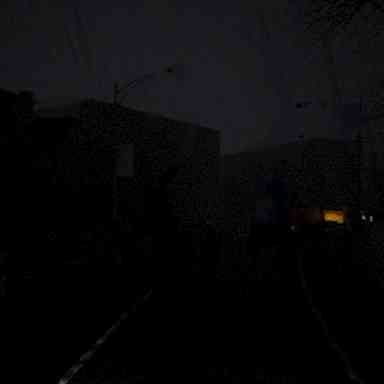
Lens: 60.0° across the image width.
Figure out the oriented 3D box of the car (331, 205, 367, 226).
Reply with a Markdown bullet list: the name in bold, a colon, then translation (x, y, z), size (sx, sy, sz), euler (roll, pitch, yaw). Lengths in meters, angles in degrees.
- **car**: translation (11.864, 1.805, 26.376), size (1.882, 1.535, 5.008), euler (1, 0, 43)

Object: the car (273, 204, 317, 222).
- **car**: translation (9.362, 1.835, 30.080), size (4.181, 1.385, 1.994), euler (1, 0, -44)

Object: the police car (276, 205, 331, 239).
- **police car**: translation (6.368, 1.621, 18.974), size (1.930, 1.638, 5.238), euler (1, 0, 30)

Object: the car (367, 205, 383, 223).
- **car**: translation (15.974, 1.929, 30.185), size (4.892, 1.490, 1.837), euler (1, 0, -39)
